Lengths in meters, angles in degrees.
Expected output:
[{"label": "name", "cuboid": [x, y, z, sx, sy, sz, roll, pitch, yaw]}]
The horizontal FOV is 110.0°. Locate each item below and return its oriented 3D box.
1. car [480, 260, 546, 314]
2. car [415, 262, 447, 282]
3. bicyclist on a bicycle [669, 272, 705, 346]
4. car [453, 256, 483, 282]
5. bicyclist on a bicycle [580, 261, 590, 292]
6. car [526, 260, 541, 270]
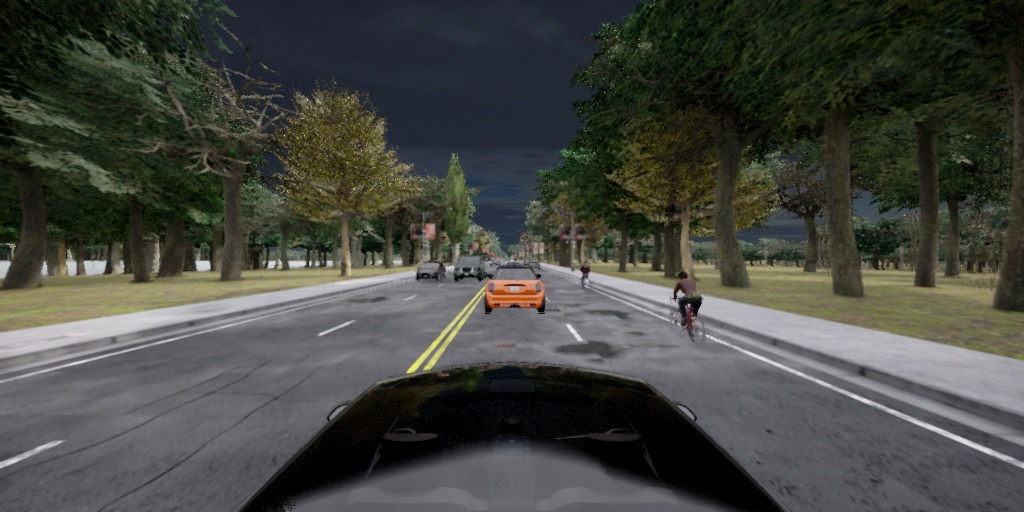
[{"label": "car", "cuboid": [0.097, 1.109, 14.005, 2.097, 1.767, 4.553, 0, 0, 0]}, {"label": "car", "cuboid": [-6.598, 1.282, 29.714, 1.837, 1.490, 4.892, 0, 0, 0]}, {"label": "bicyclist on a bicycle", "cuboid": [4.140, 1.206, 8.530, 0.582, 1.620, 1.656, 0, 0, 0]}, {"label": "car", "cuboid": [-3.351, 0.998, 29.198, 2.150, 2.045, 5.566, 0, 0, 0]}, {"label": "bicyclist on a bicycle", "cuboid": [4.140, 1.134, 20.451, 0.659, 1.776, 1.843, 0, 0, 0]}, {"label": "car", "cuboid": [3.343, 1.348, 56.038, 2.128, 1.511, 4.902, 0, 0, 0]}]
